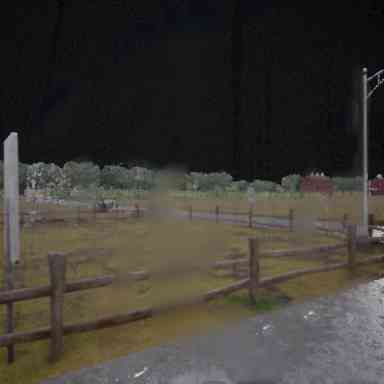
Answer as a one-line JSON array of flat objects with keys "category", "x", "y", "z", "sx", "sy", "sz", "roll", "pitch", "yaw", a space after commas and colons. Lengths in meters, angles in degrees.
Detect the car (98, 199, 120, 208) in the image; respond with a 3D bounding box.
[{"category": "car", "x": -13.461, "y": 1.914, "z": 53.701, "sx": 2.033, "sy": 1.411, "sz": 5.357, "roll": -1, "pitch": 1, "yaw": -35}]
